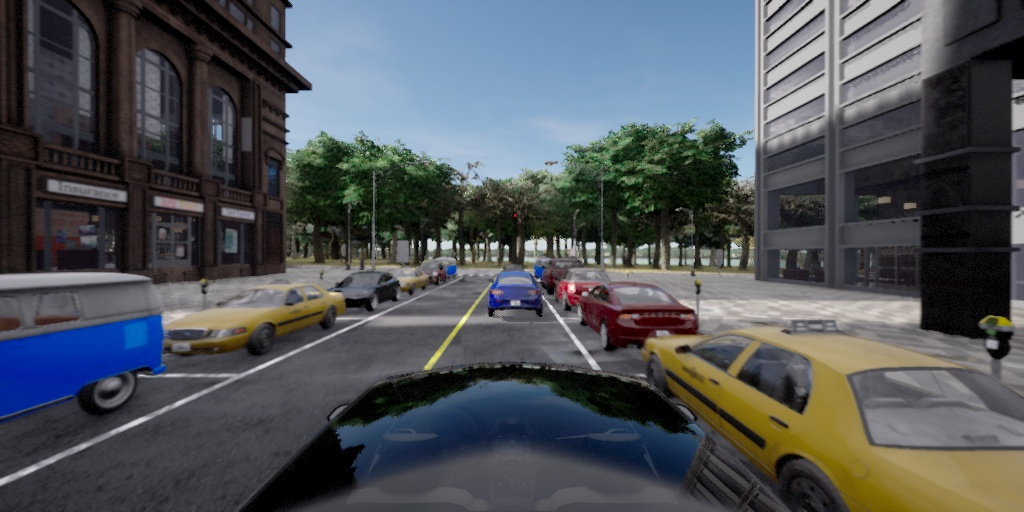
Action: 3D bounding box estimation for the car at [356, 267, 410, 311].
[{"bbox_3d":[-5.758,1.299,14.267,1.948,1.339,4.313,0,0,0],"label":"car"}]

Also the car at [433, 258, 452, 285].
[{"bbox_3d":[-5.753,1.161,25.142,1.967,1.591,4.097,0,0,0],"label":"car"}]

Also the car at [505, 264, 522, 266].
[{"bbox_3d":[0.111,1.317,29.834,1.895,1.301,4.718,0,0,0],"label":"car"}]

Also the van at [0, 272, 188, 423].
[{"bbox_3d":[-5.762,1.088,3.392,1.690,1.789,3.998,0,0,0],"label":"van"}]

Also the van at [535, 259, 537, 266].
[{"bbox_3d":[2.772,1.063,25.138,1.690,1.789,3.998,0,0,0],"label":"van"}]

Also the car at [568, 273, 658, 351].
[{"bbox_3d":[2.765,1.286,8.826,1.888,1.381,4.507,0,0,0],"label":"car"}]

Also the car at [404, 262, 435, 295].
[{"bbox_3d":[-5.756,1.253,19.535,1.751,1.417,4.829,0,0,0],"label":"car"}]

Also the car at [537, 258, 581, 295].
[{"bbox_3d":[2.770,1.042,19.701,2.192,1.841,5.009,0,0,0],"label":"car"}]

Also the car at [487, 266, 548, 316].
[{"bbox_3d":[0.103,1.261,13.193,1.812,1.442,4.674,0,0,0],"label":"car"}]

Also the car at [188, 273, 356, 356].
[{"bbox_3d":[-5.760,1.266,8.660,1.751,1.417,4.829,0,0,0],"label":"car"}]

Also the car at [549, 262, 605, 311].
[{"bbox_3d":[2.768,1.174,14.263,1.967,1.591,4.097,0,0,0],"label":"car"}]

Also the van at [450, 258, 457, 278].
[{"bbox_3d":[-5.751,1.056,30.580,1.690,1.789,3.998,0,0,0],"label":"van"}]

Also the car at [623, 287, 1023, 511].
[{"bbox_3d":[2.763,1.273,3.558,1.751,1.417,4.829,0,0,0],"label":"car"}]
